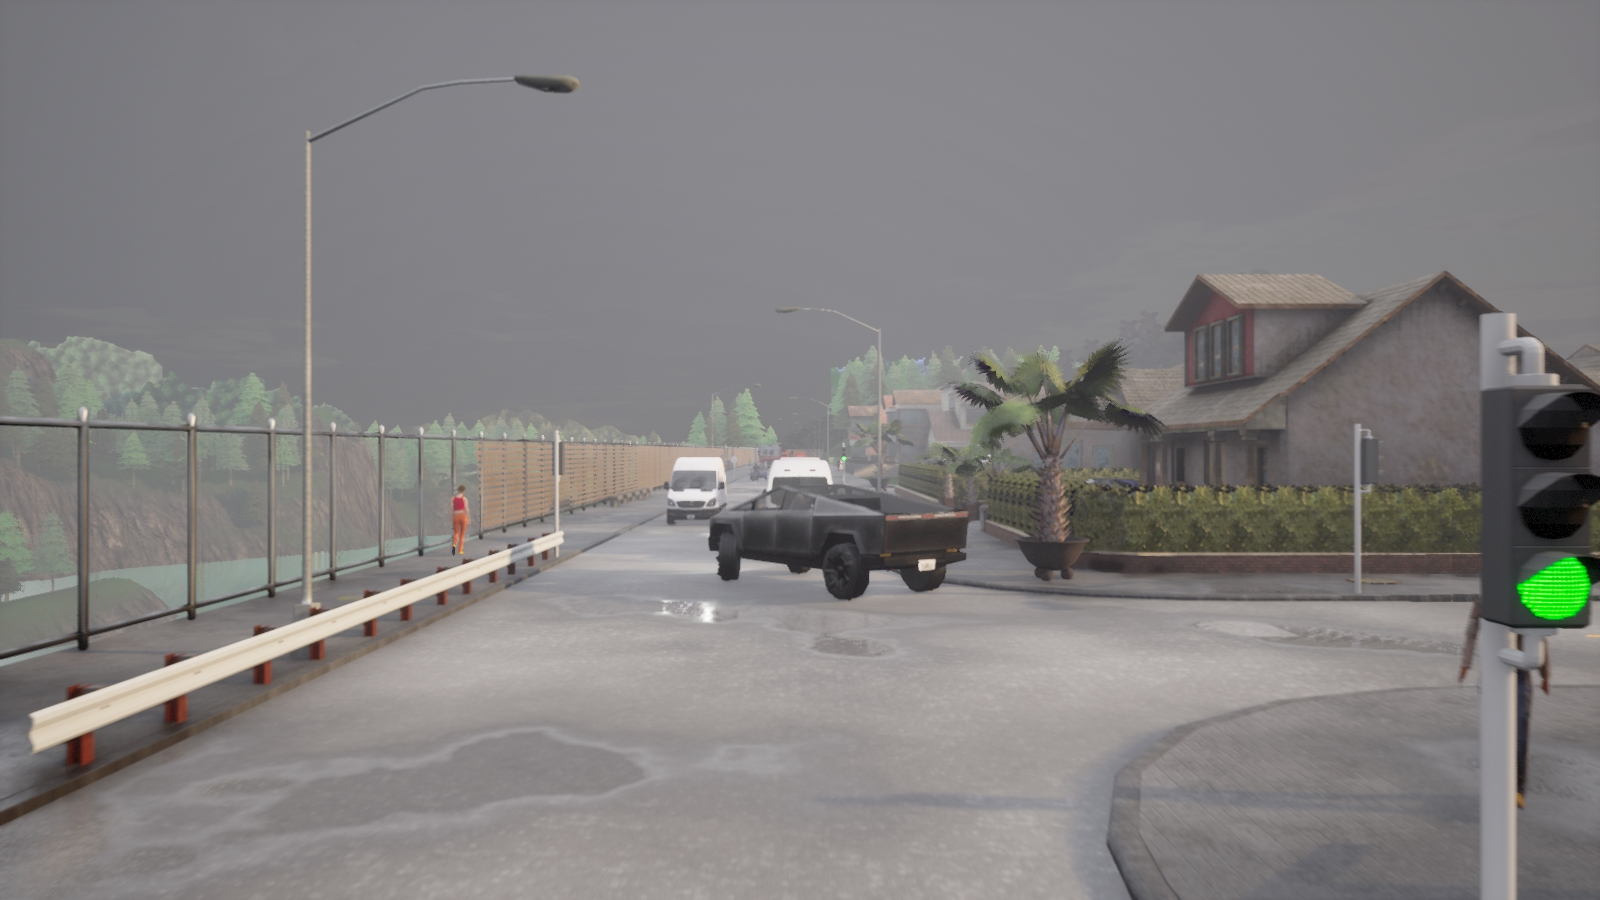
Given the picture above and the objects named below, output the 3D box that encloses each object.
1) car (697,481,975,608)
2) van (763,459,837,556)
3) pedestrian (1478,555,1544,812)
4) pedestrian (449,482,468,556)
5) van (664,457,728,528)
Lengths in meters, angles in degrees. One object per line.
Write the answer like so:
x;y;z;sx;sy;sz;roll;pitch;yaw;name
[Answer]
0.518;1.771;23.590;2.390;2.098;6.274;0;0;-36;car
0.003;1.559;33.546;1.988;2.561;5.915;0;0;0;van
5.428;1.753;8.720;0.375;1.860;0.375;0;0;41;pedestrian
-8.777;1.766;29.349;0.375;1.860;0.375;0;0;0;pedestrian
-3.995;1.567;44.750;1.988;2.561;5.915;0;0;0;van
